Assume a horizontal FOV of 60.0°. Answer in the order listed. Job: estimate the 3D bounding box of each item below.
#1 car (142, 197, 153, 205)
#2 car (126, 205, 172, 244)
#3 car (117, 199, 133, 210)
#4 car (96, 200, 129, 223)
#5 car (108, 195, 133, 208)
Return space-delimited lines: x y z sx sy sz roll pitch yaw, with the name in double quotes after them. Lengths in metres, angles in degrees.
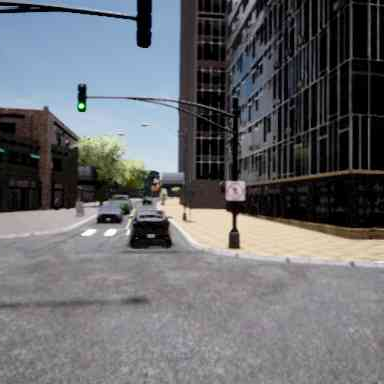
-8.898 1.698 66.585 2.097 1.767 4.553 1 0 -5 "car"
-2.020 1.594 16.251 1.837 1.490 4.892 1 0 -8 "car"
-9.411 1.763 46.994 1.994 1.385 4.181 1 0 -8 "car"
-6.503 1.644 26.967 2.033 1.411 5.357 1 0 -9 "car"
-8.017 1.368 37.034 2.150 2.045 5.566 1 0 -8 "car"
